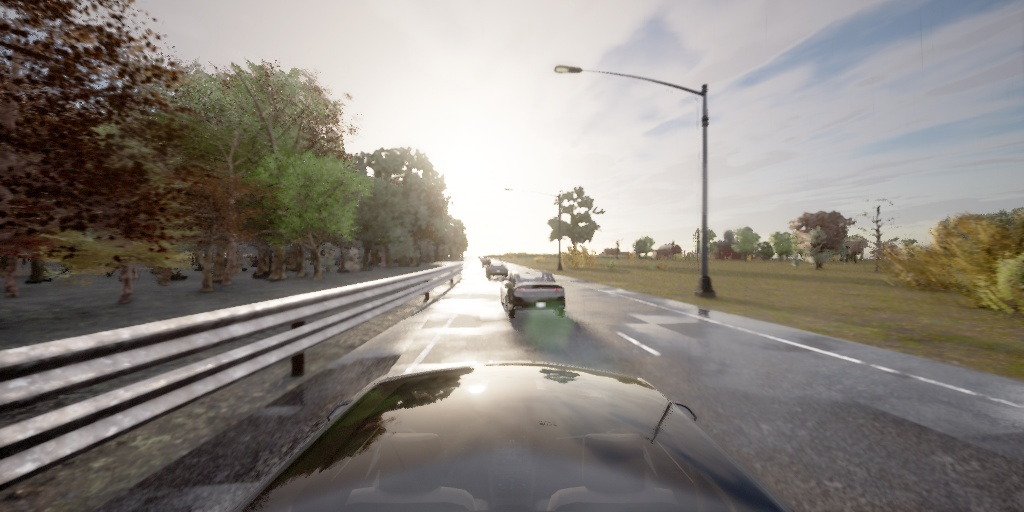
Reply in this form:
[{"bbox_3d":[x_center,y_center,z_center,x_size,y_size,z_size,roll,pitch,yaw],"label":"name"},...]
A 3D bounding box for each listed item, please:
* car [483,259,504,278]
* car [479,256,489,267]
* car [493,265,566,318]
[{"bbox_3d":[-1.412,1.283,33.225,1.994,1.385,4.181,0,0,-6],"label":"car"},{"bbox_3d":[-4.452,1.181,63.429,1.837,1.490,4.892,0,0,-6],"label":"car"},{"bbox_3d":[0.616,1.240,13.049,2.128,1.511,4.902,0,0,-6],"label":"car"}]
